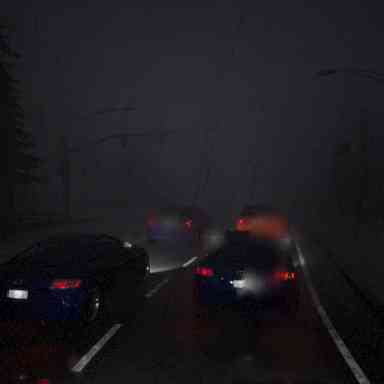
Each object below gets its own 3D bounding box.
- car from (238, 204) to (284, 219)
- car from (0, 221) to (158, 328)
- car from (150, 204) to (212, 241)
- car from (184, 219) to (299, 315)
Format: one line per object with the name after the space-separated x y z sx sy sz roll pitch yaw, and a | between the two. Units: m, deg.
3.352 1.352 16.106 2.097 1.767 4.553 0 0 14 | car
-2.351 1.564 7.165 1.994 1.385 4.181 0 0 10 | car
-0.393 1.352 15.563 2.097 1.767 4.553 0 0 14 | car
1.325 1.564 7.708 1.994 1.385 4.181 0 0 13 | car
